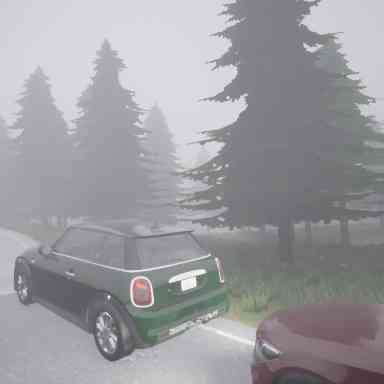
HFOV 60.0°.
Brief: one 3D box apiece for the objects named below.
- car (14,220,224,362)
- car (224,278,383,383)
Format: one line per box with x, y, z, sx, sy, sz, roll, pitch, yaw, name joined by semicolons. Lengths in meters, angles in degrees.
-1.575;1.308;6.213;4.553;1.767;2.097;1;1;44;car
2.754;1.531;2.592;4.674;1.442;1.812;1;0;36;car
